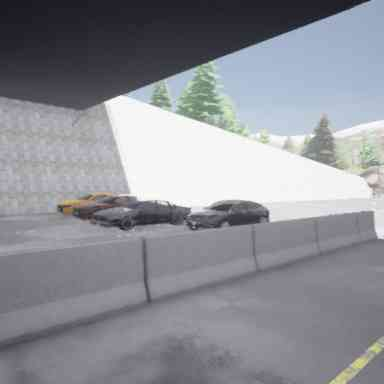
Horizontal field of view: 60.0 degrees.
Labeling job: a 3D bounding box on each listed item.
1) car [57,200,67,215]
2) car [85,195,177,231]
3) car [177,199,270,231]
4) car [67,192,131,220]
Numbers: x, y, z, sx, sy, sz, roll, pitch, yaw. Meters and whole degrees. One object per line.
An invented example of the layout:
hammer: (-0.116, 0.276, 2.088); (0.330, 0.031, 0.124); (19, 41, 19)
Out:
car: (-6.517, 0.778, 22.567); (5.008, 1.535, 1.882); (0, 2, -43)
car: (-2.323, 1.062, 16.912); (5.357, 1.411, 2.033); (0, 2, -43)
car: (1.862, 1.111, 16.030); (4.892, 1.490, 1.837); (0, 2, -43)
car: (-4.424, 0.886, 19.734); (5.008, 1.535, 1.882); (0, 2, -43)
